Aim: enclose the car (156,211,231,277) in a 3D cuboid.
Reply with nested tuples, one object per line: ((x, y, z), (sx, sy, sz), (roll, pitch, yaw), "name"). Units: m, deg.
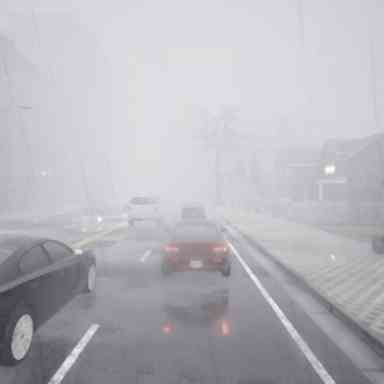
((0.099, 1.535, 10.164), (1.812, 1.442, 4.674), (0, 0, 0), "car")

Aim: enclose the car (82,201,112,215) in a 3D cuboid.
((-9.852, 1.620, 34.737), (1.895, 1.301, 4.718), (0, 0, 0), "car")

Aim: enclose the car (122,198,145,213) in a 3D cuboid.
((-6.596, 1.524, 38.049), (1.837, 1.490, 4.892), (0, 0, 0), "car")

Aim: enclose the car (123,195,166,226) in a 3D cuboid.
((-3.151, 1.238, 23.916), (2.150, 2.045, 5.566), (0, 0, 0), "car")

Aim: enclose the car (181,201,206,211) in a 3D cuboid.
((0.097, 1.496, 27.144), (1.882, 1.535, 5.008), (0, 0, 0), "car")

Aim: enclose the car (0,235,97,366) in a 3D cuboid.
((-3.151, 1.483, 5.820), (1.882, 1.535, 5.008), (0, 0, 0), "car")
